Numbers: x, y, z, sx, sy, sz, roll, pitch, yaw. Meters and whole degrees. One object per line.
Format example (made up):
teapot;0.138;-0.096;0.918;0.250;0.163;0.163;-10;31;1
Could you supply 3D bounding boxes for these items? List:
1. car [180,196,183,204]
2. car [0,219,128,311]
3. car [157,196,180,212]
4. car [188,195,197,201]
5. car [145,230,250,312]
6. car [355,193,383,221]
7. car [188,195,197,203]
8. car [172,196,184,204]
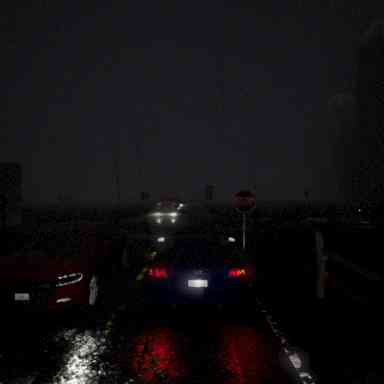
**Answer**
car;-2.793;1.563;49.925;2.033;1.411;5.357;0;0;0
car;-2.842;1.476;8.058;1.882;1.535;5.008;0;0;0
car;-2.810;1.359;38.705;2.097;1.767;4.553;0;0;0
car;0.083;1.490;79.386;1.994;1.385;4.181;0;0;0
car;0.106;1.562;7.807;1.994;1.385;4.181;0;0;0
car;15.133;0.961;24.579;5.566;2.045;2.150;-1;1;0
car;0.072;1.585;68.961;2.033;1.411;5.357;0;0;0
car;-2.721;1.524;65.389;2.128;1.511;4.902;0;0;1
